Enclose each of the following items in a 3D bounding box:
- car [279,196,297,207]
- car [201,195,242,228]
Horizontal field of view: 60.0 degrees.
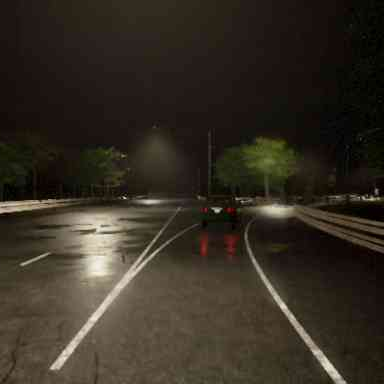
[{"bbox_3d":[15.151,1.479,52.391,1.837,1.490,4.892,0,0,34],"label":"car"},{"bbox_3d":[2.042,1.220,22.263,2.150,2.045,5.566,0,0,12],"label":"car"}]
